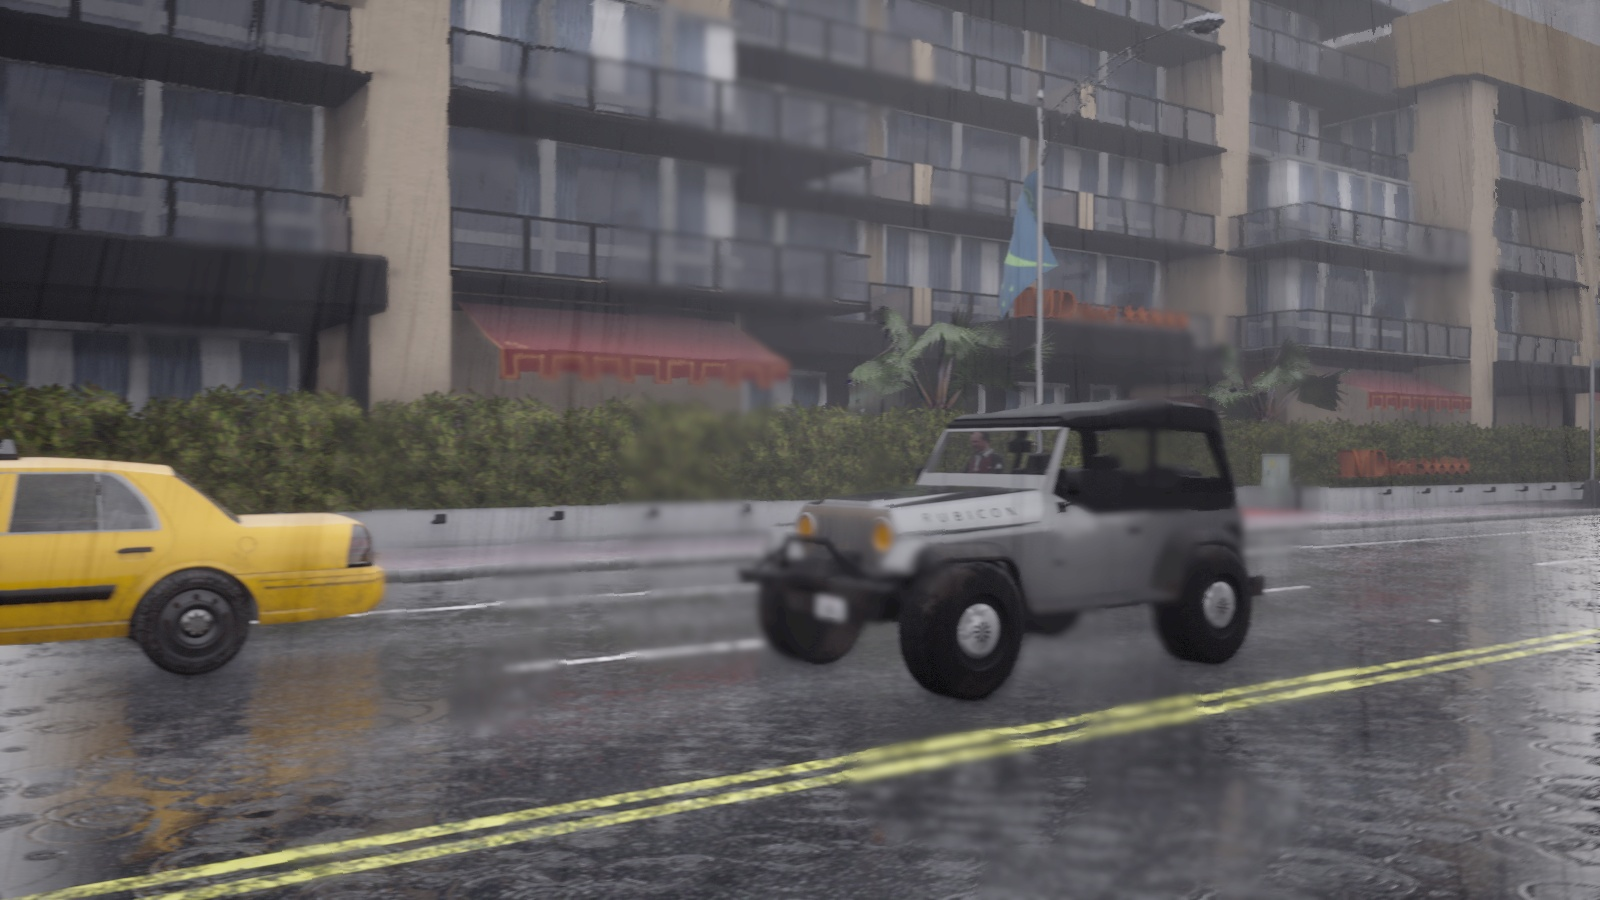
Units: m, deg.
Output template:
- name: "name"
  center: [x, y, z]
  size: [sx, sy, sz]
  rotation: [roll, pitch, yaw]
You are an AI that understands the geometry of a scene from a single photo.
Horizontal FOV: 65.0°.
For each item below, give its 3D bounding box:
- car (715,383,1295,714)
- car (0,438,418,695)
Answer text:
- name: "car"
  center: [1.547, 0.560, 9.002]
  size: [3.866, 1.878, 1.905]
  rotation: [0, 0, -35]
- name: "car"
  center: [-5.500, 0.716, 8.356]
  size: [5.366, 1.575, 1.801]
  rotation: [0, 0, -35]
